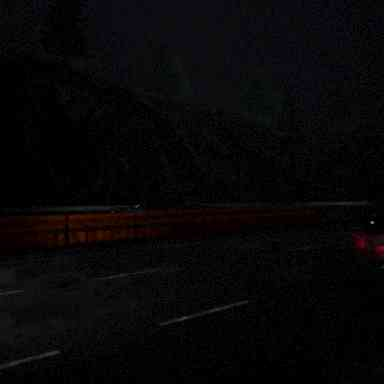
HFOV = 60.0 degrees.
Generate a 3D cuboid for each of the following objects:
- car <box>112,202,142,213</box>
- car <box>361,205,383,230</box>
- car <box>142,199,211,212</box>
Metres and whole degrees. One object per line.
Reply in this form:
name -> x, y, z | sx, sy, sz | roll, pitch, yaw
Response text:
car -> -4.044, 1.604, 26.571 | 4.718, 1.301, 1.895 | 0, 0, -32
car -> 12.161, 1.497, 19.680 | 4.902, 1.511, 2.128 | 0, 0, -29
car -> -0.810, 1.495, 24.449 | 4.902, 1.511, 2.128 | 0, 0, -32
